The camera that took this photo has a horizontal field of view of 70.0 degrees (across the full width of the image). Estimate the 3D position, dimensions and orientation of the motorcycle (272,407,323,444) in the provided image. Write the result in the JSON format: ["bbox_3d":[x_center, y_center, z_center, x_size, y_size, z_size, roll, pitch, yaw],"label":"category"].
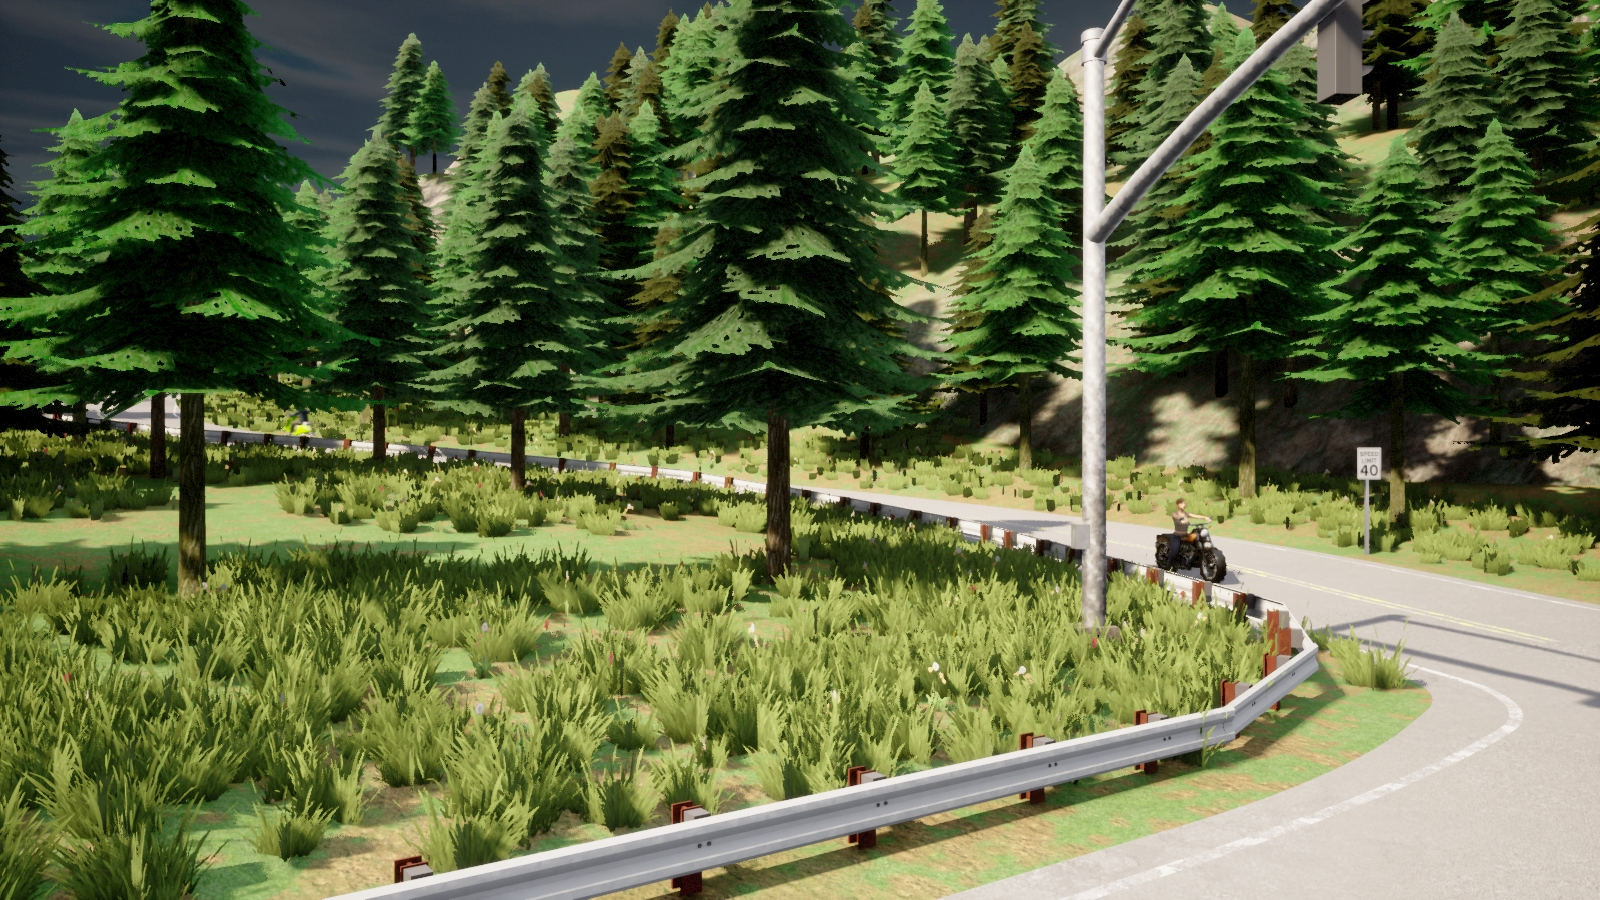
[{"bbox_3d":[-20.572,-1.017,46.790,1.805,1.316,0.856,6,0,26],"label":"motorcycle"}]
